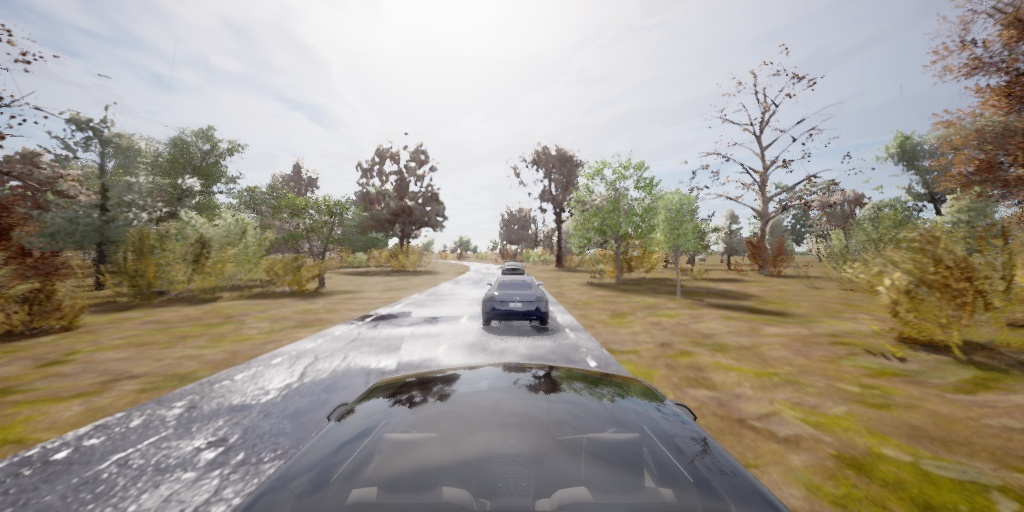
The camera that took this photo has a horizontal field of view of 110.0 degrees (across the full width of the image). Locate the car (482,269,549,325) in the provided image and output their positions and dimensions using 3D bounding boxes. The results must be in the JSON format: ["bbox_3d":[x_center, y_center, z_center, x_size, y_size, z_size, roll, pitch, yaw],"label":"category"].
[{"bbox_3d":[0.097,1.314,11.853,1.994,1.385,4.181,0,0,0],"label":"car"}]

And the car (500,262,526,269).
[{"bbox_3d":[0.074,1.248,29.333,1.837,1.490,4.892,0,0,0],"label":"car"}]
